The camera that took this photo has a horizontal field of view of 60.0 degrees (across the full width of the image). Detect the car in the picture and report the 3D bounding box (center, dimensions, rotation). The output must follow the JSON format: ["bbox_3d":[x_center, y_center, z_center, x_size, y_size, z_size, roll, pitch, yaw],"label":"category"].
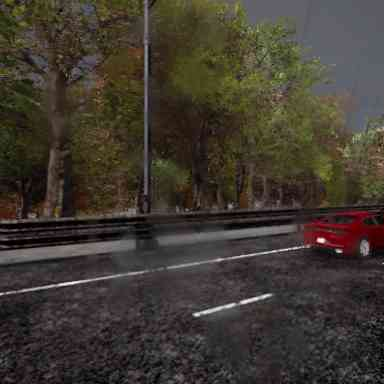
[{"bbox_3d":[6.354,1.480,12.663,5.008,1.535,1.882,0,0,-36],"label":"car"}]
